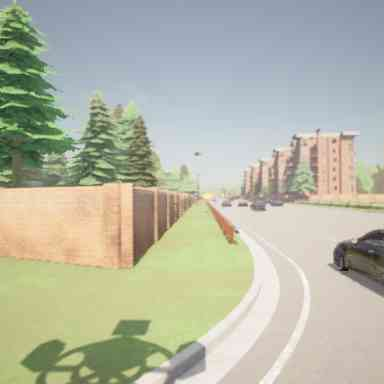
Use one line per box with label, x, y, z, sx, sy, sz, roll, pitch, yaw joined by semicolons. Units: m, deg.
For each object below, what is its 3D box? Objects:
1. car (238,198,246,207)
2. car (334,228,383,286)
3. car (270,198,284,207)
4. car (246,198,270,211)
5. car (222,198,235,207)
car;10.774;2.459;69.742;1.895;1.301;4.718;0;-1;2
car;5.174;1.605;8.216;1.812;1.442;4.674;0;-1;2
car;17.770;2.353;69.532;2.033;1.411;5.357;0;-1;2
car;10.246;2.118;51.835;2.128;1.511;4.902;0;-1;2
car;7.255;2.420;69.187;2.033;1.411;5.357;0;-1;2
